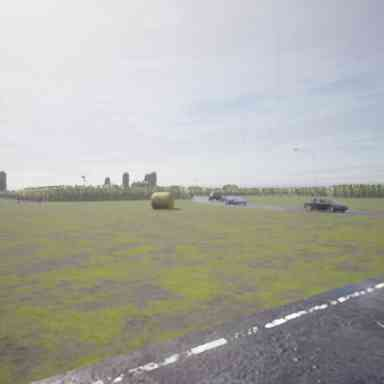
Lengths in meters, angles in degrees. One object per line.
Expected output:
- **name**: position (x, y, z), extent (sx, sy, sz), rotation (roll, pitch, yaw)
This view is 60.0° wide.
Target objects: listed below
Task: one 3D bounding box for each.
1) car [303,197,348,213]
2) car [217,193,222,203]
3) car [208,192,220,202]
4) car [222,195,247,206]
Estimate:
- **car**: position (14.003, 1.356, 35.033), extent (1.837, 1.490, 4.892), rotation (-1, 0, -28)
- **car**: position (6.703, 1.338, 62.410), extent (1.812, 1.442, 4.674), rotation (-1, 0, -12)
- **car**: position (4.945, 1.002, 72.586), extent (2.150, 2.045, 5.566), rotation (-1, 0, -6)
- **car**: position (6.798, 1.389, 51.606), extent (1.812, 1.442, 4.674), rotation (-1, 0, -18)
